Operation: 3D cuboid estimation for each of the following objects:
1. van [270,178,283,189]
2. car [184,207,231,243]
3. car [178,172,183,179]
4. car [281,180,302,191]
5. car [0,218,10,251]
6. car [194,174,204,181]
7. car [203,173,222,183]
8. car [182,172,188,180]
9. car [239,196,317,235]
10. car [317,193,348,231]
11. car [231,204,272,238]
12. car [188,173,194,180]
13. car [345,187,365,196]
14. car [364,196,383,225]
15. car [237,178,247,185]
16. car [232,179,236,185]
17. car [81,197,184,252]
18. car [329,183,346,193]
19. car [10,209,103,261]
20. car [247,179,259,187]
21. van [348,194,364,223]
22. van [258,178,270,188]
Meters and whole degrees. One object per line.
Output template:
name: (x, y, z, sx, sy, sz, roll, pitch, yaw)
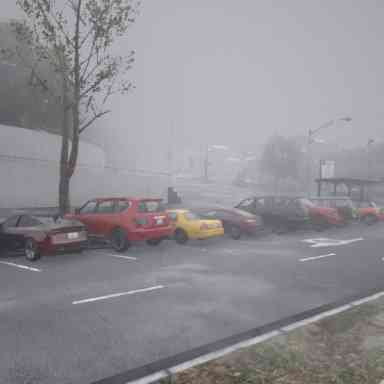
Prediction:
van: (17.590, -1.491, 65.171, 1.878, 1.987, 4.442, 7, 4, 35)
car: (-1.108, 1.502, 15.938, 5.366, 1.575, 1.946, -1, -1, 35)
car: (-1.553, -4.363, 92.200, 2.435, 2.045, 5.566, 1, -1, 34)
car: (19.352, -0.993, 62.810, 2.231, 1.521, 4.892, 7, 3, 35)
car: (-8.290, 1.492, 10.615, 4.892, 1.521, 2.231, -1, -1, 34)
car: (3.747, -3.699, 84.919, 2.435, 2.045, 5.566, 7, 3, 34)
car: (5.599, -3.176, 82.660, 1.946, 1.575, 5.366, 7, 3, 34)
car: (0.220, -4.085, 89.853, 2.185, 1.767, 4.553, 4, 1, 33)
car: (3.924, 1.262, 19.326, 5.566, 2.045, 2.435, -1, -1, 35)
car: (6.436, 1.266, 21.032, 5.566, 2.045, 2.435, -1, -1, 35)
car: (1.497, 1.548, 17.567, 4.674, 1.452, 2.002, -1, -1, 35)
car: (1.951, -3.851, 87.384, 2.185, 1.767, 4.553, 6, 3, 34)
car: (26.258, 0.136, 52.955, 2.002, 1.452, 4.674, 7, 3, 35)
car: (11.382, 1.402, 24.455, 4.553, 1.767, 2.185, -1, -1, 35)
car: (12.452, -2.044, 72.692, 2.002, 1.452, 4.674, 7, 4, 35)
car: (10.708, -2.317, 75.153, 2.002, 1.452, 4.674, 7, 3, 35)
car: (-3.427, 1.247, 14.109, 5.566, 2.045, 2.435, -1, -1, 34)
car: (24.566, -0.427, 55.427, 2.435, 2.045, 5.566, 7, 3, 35)
car: (-5.871, 1.523, 12.363, 4.792, 1.488, 2.163, -1, -1, 35)
car: (14.284, -1.812, 70.372, 1.946, 1.575, 5.366, 7, 3, 35)
van: (8.974, 1.296, 22.703, 4.442, 1.987, 1.878, -1, -1, 35)
van: (15.860, -1.764, 67.642, 1.878, 1.987, 4.442, 7, 4, 35)
